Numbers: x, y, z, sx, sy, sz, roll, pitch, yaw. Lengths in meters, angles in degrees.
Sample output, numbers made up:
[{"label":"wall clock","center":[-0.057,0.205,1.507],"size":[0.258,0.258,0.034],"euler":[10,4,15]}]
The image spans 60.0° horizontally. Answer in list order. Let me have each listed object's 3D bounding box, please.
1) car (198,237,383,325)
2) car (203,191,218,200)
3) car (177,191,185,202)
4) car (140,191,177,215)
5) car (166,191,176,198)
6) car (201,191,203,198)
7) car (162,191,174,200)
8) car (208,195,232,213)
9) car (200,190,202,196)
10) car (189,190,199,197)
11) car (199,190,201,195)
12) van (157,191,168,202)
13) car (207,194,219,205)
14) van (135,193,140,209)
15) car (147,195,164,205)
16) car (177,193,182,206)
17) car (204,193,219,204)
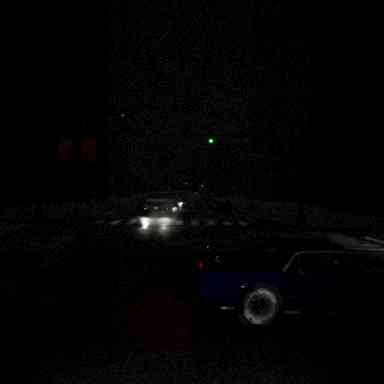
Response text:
[{"label":"car","center":[2.487,1.578,6.378],"size":[4.718,1.301,1.895],"euler":[1,1,0]},{"label":"car","center":[3.121,0.947,49.533],"size":[2.192,1.841,5.009],"euler":[1,0,1]},{"label":"car","center":[-2.608,1.025,57.514],"size":[1.837,1.490,4.892],"euler":[1,0,1]},{"label":"car","center":[-2.919,0.956,30.185],"size":[2.150,2.045,5.566],"euler":[1,0,1]},{"label":"car","center":[-5.098,0.614,82.681],"size":[2.192,1.841,5.009],"euler":[1,0,1]},{"label":"car","center":[3.273,1.026,66.243],"size":[1.752,1.417,4.829],"euler":[1,0,1]},{"label":"car","center":[-5.200,0.700,71.657],"size":[2.192,1.841,5.009],"euler":[1,0,1]},{"label":"car","center":[2.965,1.314,32.997],"size":[2.008,1.369,4.403],"euler":[1,0,1]},{"label":"car","center":[3.323,0.899,71.585],"size":[1.967,1.590,4.097],"euler":[1,0,1]},{"label":"car","center":[0.776,0.843,95.097],"size":[1.895,1.301,4.718],"euler":[0,0,1]},{"label":"car","center":[3.476,0.770,88.123],"size":[1.967,1.590,4.097],"euler":[1,0,1]},{"label":"van","center":[-5.302,0.812,60.633],"size":[1.690,1.788,3.998],"euler":[1,0,1]},{"label":"car","center":[3.018,1.243,38.679],"size":[1.752,1.417,4.829],"euler":[1,0,1]},{"label":"van","center":[-5.506,0.986,38.584],"size":[1.690,1.788,3.998],"euler":[1,0,1]},{"label":"car","center":[-5.406,1.124,49.610],"size":[1.947,1.339,4.313],"euler":[1,0,1]},{"label":"car","center":[-2.798,1.184,42.597],"size":[2.033,1.411,5.357],"euler":[0,0,0]},{"label":"car","center":[3.067,1.226,44.022],"size":[2.008,1.369,4.403],"euler":[1,0,1]}]
